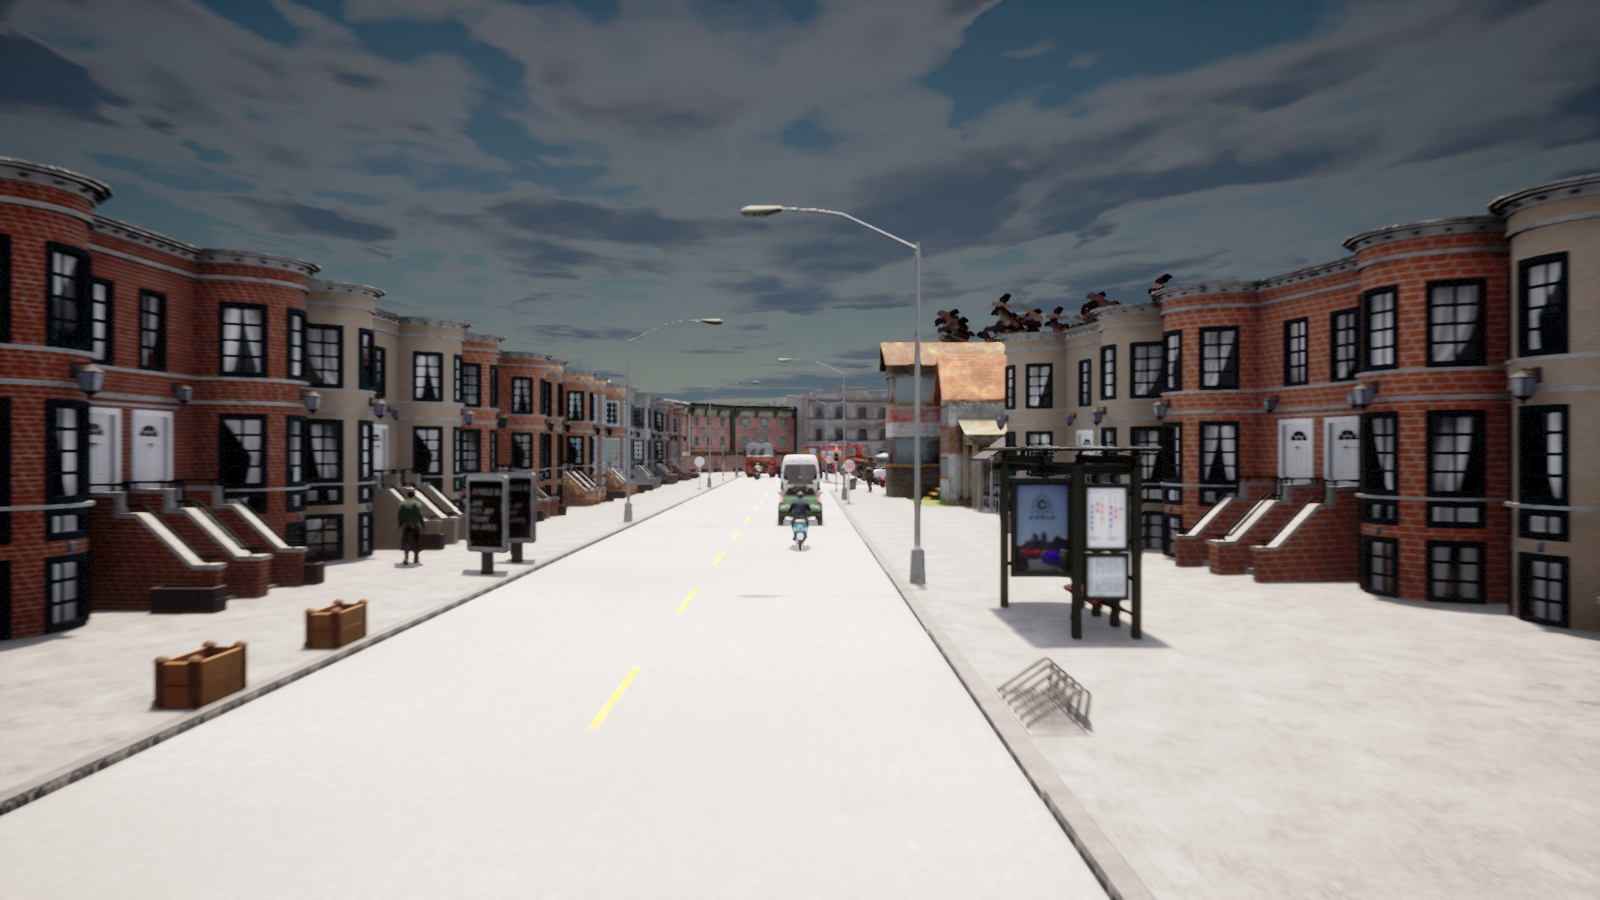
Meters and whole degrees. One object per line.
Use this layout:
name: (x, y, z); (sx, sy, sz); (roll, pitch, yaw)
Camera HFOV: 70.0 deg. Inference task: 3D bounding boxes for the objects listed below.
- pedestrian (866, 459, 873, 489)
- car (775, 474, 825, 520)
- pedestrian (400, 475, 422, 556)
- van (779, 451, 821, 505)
pedestrian: (4.400, 1.523, 72.336); (0.375, 1.860, 0.375); (0, 0, -5)
car: (0.007, 1.779, 44.504); (1.851, 1.617, 3.988); (0, 0, 0)
pedestrian: (-9.030, 1.524, 26.559); (0.375, 1.860, 0.375); (0, 0, 2)
van: (0.007, 1.313, 57.156); (1.988, 2.561, 5.915); (0, 0, 0)
